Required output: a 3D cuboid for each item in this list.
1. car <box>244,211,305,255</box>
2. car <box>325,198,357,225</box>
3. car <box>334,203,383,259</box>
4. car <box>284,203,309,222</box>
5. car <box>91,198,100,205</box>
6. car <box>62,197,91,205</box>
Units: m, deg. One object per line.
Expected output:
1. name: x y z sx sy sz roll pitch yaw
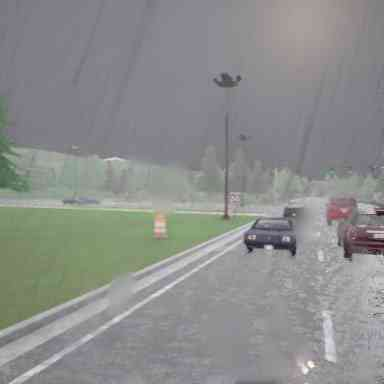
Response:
1. car: 3.551 1.704 13.973 1.895 1.301 4.718 1 0 21
2. car: 11.805 1.474 26.201 2.150 2.045 5.566 1 0 21
3. car: 6.897 1.484 12.918 2.097 1.767 4.553 1 0 21
4. car: 9.113 1.711 28.978 1.882 1.535 5.008 0 0 21
5. car: -19.420 1.611 61.839 5.008 1.535 1.882 0 0 21
6. car: -20.668 1.631 58.569 4.674 1.442 1.812 0 0 21
